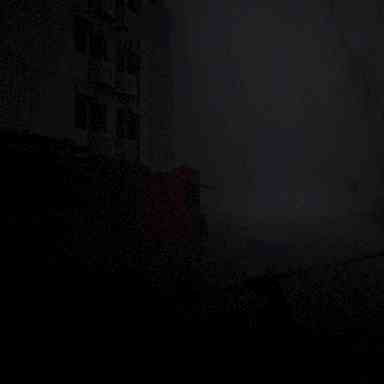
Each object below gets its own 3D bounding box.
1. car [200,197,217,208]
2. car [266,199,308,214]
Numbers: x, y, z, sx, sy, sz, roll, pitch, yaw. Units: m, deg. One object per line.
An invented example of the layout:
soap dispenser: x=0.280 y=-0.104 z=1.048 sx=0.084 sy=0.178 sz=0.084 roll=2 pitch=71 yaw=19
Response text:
car: x=1.558 y=1.477 z=47.105 sx=1.882 sy=1.535 sz=5.008 roll=0 pitch=0 yaw=-35
car: x=9.984 y=1.526 z=35.329 sx=1.812 sy=1.442 sz=4.674 roll=0 pitch=0 yaw=-36
